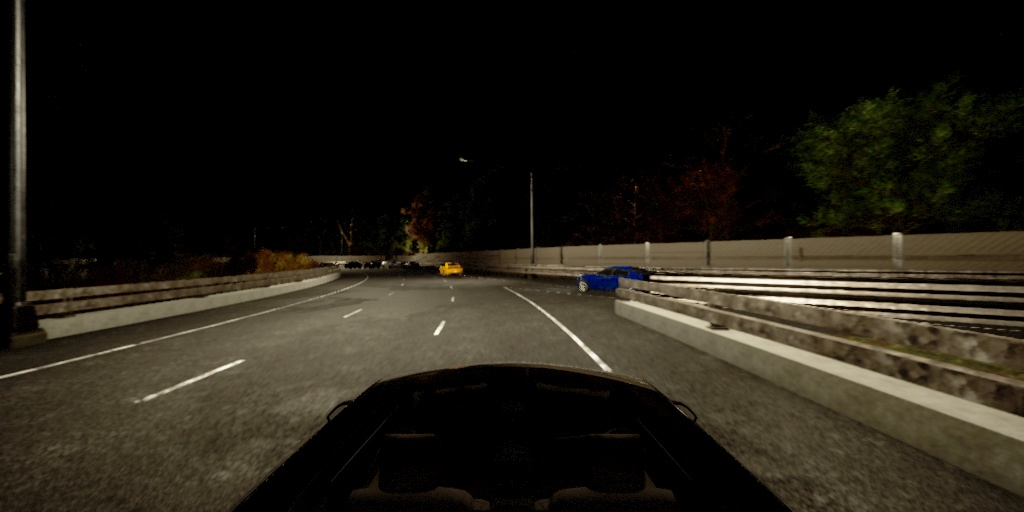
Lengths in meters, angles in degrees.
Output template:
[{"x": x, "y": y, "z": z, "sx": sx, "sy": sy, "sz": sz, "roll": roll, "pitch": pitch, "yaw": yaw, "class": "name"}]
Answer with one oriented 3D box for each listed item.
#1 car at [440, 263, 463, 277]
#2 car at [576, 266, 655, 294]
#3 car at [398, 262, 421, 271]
[{"x": -6.871, "y": 1.495, "z": 40.322, "sx": 1.882, "sy": 1.535, "sz": 5.008, "roll": -1, "pitch": 0, "yaw": -21, "class": "car"}, {"x": 5.685, "y": 1.275, "z": 19.278, "sx": 1.882, "sy": 1.535, "sz": 5.008, "roll": -1, "pitch": 0, "yaw": -37, "class": "car"}, {"x": -17.612, "y": 1.779, "z": 62.700, "sx": 2.033, "sy": 1.411, "sz": 5.357, "roll": 0, "pitch": 0, "yaw": -35, "class": "car"}]
